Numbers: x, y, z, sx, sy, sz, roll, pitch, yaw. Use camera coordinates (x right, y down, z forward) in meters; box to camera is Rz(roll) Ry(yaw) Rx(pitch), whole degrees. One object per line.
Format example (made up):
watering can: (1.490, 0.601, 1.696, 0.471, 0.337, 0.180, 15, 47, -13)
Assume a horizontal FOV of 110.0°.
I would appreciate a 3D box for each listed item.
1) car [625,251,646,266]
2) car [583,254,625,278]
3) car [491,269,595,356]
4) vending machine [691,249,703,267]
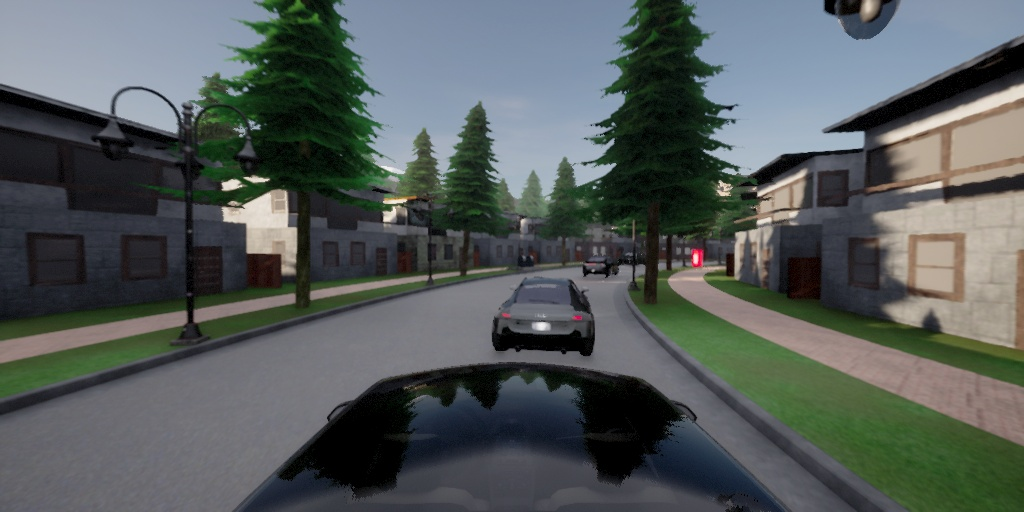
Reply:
car: (14.542, 0.267, 43.423, 4.553, 1.767, 2.097, -1, 2, -45)
car: (6.561, 0.741, 26.249, 2.128, 1.511, 4.902, 1, 1, 27)
car: (0.828, 1.174, 8.343, 1.994, 1.385, 4.181, 0, 1, 9)
vending machine: (19.953, 0.241, 38.684, 1.100, 2.100, 0.880, 0, 0, 45)
